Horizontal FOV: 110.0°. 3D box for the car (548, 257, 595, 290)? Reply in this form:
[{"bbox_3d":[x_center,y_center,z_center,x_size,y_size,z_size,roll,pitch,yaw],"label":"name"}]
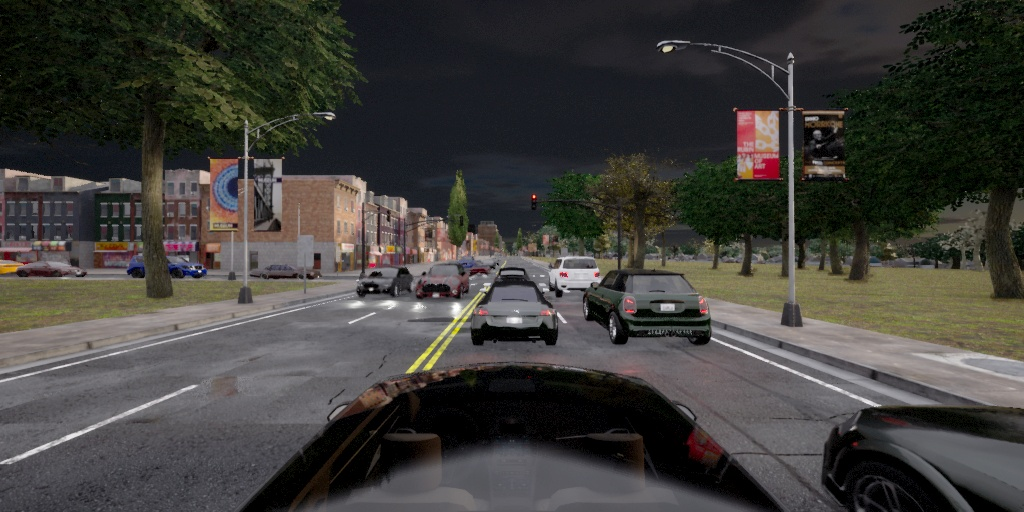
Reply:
[{"bbox_3d":[3.264,1.054,19.449,2.150,2.045,5.566,0,0,0],"label":"car"}]

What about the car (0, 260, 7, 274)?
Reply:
[{"bbox_3d":[-48.963,1.118,33.837,5.008,1.535,1.882,0,0,0],"label":"car"}]

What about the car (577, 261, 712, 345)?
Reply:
[{"bbox_3d":[3.313,1.121,9.736,2.097,1.767,4.553,0,0,0],"label":"car"}]

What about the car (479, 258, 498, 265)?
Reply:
[{"bbox_3d":[-3.435,1.292,53.366,1.882,1.535,5.008,0,0,0],"label":"car"}]

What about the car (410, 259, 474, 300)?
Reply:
[{"bbox_3d":[-3.380,1.176,18.177,2.097,1.767,4.553,0,0,0],"label":"car"}]

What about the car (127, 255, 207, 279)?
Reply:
[{"bbox_3d":[-29.736,0.962,30.962,5.566,2.045,2.150,0,0,0],"label":"car"}]

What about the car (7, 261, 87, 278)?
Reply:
[{"bbox_3d":[-39.740,1.194,30.960,4.674,1.442,1.812,0,0,0],"label":"car"}]

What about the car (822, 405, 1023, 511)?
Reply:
[{"bbox_3d":[3.342,1.314,0.963,1.994,1.385,4.181,0,0,0],"label":"car"}]

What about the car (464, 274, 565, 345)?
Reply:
[{"bbox_3d":[0.061,1.332,9.539,1.994,1.385,4.181,0,0,0],"label":"car"}]

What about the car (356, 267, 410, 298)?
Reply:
[{"bbox_3d":[-6.631,1.338,19.280,1.837,1.490,4.892,0,-1,0],"label":"car"}]

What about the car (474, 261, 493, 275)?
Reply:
[{"bbox_3d":[-3.417,1.485,38.992,1.895,1.301,4.718,0,0,0],"label":"car"}]

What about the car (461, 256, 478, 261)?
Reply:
[{"bbox_3d":[-6.693,1.029,53.442,2.150,2.045,5.566,0,1,-1],"label":"car"}]

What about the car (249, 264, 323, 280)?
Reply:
[{"bbox_3d":[-19.426,1.383,30.929,5.357,1.411,2.033,1,0,-3],"label":"car"}]

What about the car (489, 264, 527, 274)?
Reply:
[{"bbox_3d":[0.014,1.331,18.451,1.837,1.490,4.892,0,0,0],"label":"car"}]
